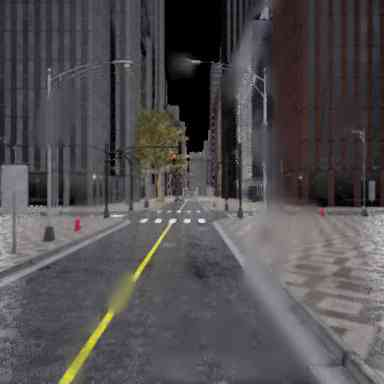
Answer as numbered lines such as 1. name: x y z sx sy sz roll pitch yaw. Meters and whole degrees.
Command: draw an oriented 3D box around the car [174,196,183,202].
1. car: -2.998 1.598 76.651 1.994 1.385 4.181 0 0 0
